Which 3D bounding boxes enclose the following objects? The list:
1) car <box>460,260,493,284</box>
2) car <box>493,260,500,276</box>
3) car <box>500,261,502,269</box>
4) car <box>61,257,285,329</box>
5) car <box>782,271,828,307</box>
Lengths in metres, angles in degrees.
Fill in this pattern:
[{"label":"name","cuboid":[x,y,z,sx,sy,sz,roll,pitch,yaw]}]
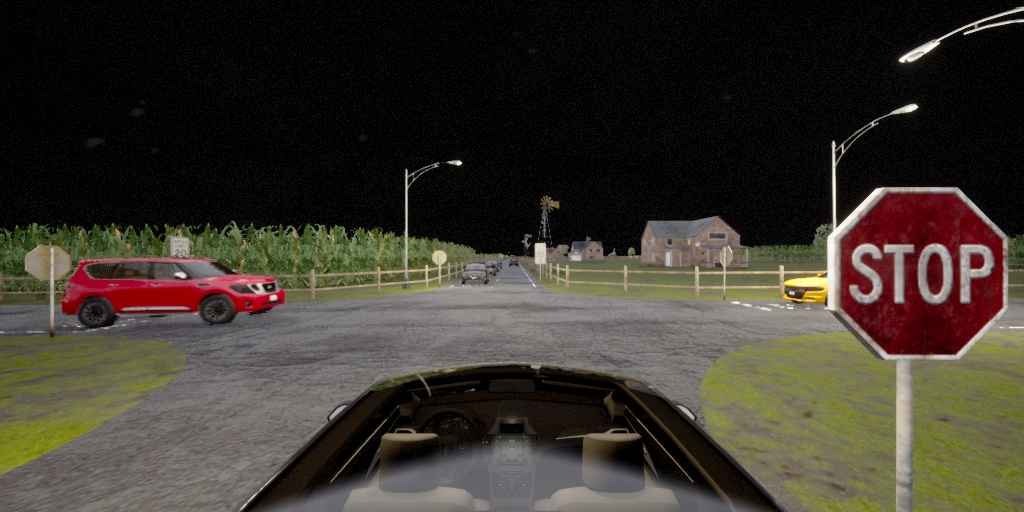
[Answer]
[{"label":"car","cuboid":[-2.665,1.265,26.869,1.837,1.490,4.892,0,0,-1]},{"label":"car","cuboid":[-2.627,1.333,36.826,1.994,1.385,4.181,0,0,1]},{"label":"car","cuboid":[-2.583,1.284,46.845,1.837,1.490,4.892,0,0,0]},{"label":"car","cuboid":[-10.530,1.052,11.441,5.566,2.045,2.150,-1,0,-5]},{"label":"car","cuboid":[13.037,1.107,13.504,5.008,1.535,1.882,-1,0,0]}]
